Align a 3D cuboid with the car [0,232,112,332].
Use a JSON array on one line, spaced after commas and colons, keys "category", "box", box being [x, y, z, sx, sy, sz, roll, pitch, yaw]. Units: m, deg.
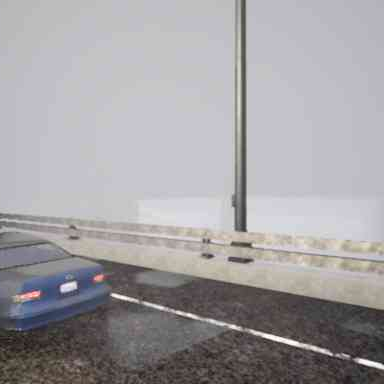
[{"category": "car", "box": [-3.982, 1.548, 6.725, 5.357, 1.411, 2.033, 0, 0, 36]}]
